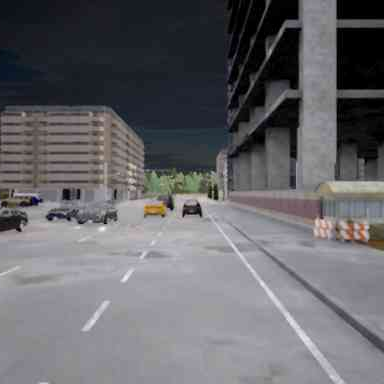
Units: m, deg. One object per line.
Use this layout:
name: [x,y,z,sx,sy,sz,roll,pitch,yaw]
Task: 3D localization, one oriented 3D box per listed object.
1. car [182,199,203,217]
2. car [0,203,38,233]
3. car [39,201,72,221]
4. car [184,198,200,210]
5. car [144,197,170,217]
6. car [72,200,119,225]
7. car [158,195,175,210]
car: [0.015,1.586,32.634,1.882,1.535,5.008,0,0,0]
car: [-10.588,1.551,17.712,2.128,1.511,4.902,0,0,0]
car: [-10.522,1.642,28.287,2.033,1.411,5.357,0,0,0]
car: [0.013,1.643,45.972,2.128,1.511,4.902,0,0,0]
car: [-3.484,1.584,32.160,1.882,1.535,5.008,0,0,0]
car: [-7.010,1.447,25.154,2.097,1.767,4.553,0,0,0]
car: [-3.502,1.373,44.575,2.150,2.045,5.566,0,0,0]
